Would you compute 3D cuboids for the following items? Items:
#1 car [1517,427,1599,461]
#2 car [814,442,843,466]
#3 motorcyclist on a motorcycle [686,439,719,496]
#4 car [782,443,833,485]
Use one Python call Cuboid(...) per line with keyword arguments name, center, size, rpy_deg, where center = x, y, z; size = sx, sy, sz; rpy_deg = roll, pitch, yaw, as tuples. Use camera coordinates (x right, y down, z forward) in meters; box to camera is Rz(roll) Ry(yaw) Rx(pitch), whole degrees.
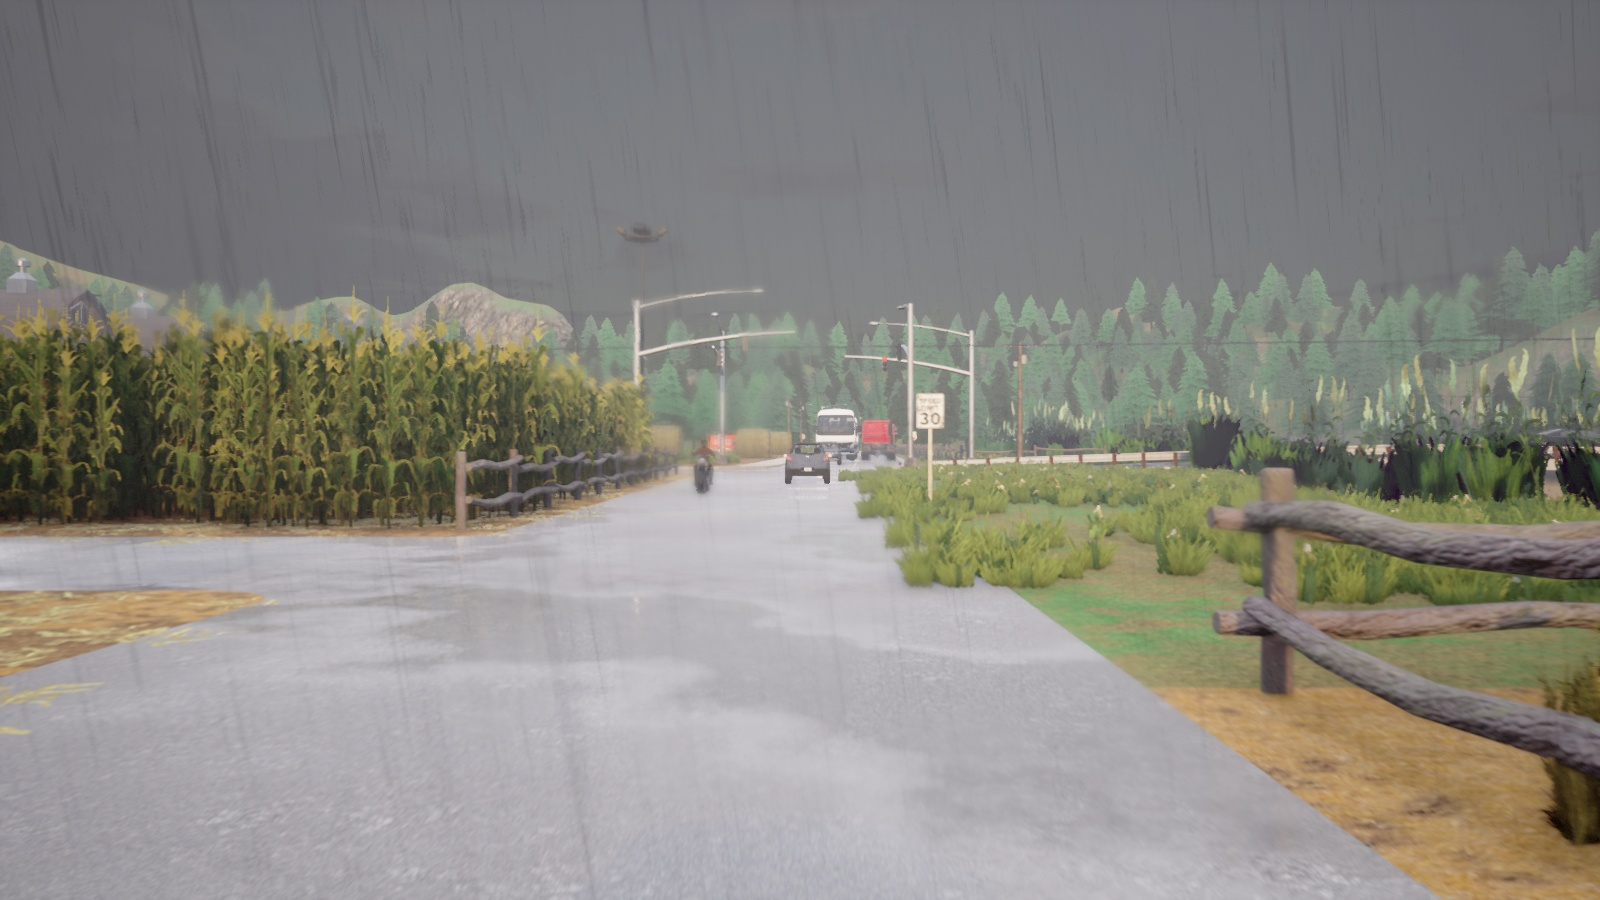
Cuboid(name="car", center=(37.509, -0.264, 60.254), size=(5.008, 1.535, 1.882), rpy_deg=(1, 0, 8))
Cuboid(name="car", center=(1.907, 0.223, 83.181), size=(1.789, 1.549, 3.705), rpy_deg=(0, 0, 3))
Cuboid(name="motorcyclist on a motorcycle", center=(-2.874, 0.485, 37.233), size=(0.766, 1.649, 2.350), rpy_deg=(0, 0, 0))
Cuboid(name="car", center=(0.282, 0.495, 47.081), size=(1.845, 1.501, 3.633), rpy_deg=(0, 0, 0))
